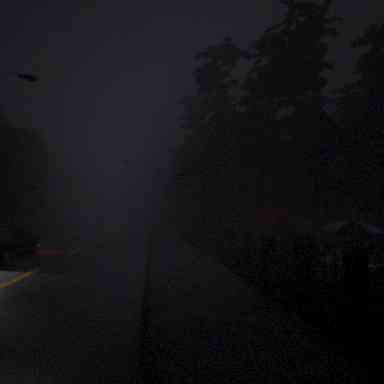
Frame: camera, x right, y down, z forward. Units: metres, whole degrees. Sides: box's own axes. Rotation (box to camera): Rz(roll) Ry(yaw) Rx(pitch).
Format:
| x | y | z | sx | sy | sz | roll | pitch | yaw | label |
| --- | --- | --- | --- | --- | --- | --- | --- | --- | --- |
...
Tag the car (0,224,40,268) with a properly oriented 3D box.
| x | y | z | sx | sy | sz | roll | pitch | yaw | label |
| --- | --- | --- | --- | --- | --- | --- | --- | --- | --- |
| -8.014 | 2.123 | 13.966 | 1.882 | 1.535 | 5.008 | 4 | -4 | -7 | car |
